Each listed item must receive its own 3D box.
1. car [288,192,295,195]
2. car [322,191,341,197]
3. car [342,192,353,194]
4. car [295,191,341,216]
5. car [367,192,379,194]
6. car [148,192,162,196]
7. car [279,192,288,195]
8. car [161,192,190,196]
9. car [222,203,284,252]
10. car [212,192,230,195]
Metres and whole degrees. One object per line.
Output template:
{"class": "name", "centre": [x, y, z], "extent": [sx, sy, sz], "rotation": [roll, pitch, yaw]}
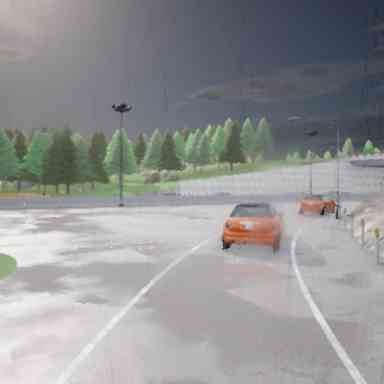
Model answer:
{"class": "car", "centre": [23.929, 0.696, 73.341], "extent": [4.181, 1.385, 1.994], "rotation": [0, 1, -32]}
{"class": "car", "centre": [35.565, 0.547, 84.634], "extent": [4.892, 1.490, 1.837], "rotation": [0, 1, -32]}
{"class": "car", "centre": [37.403, 0.638, 81.657], "extent": [5.357, 1.411, 2.033], "rotation": [0, 1, -32]}
{"class": "car", "centre": [11.151, 1.041, 29.173], "extent": [2.097, 1.767, 4.553], "rotation": [1, 1, 38]}
{"class": "car", "centre": [41.079, 0.740, 75.701], "extent": [5.357, 1.411, 2.033], "rotation": [0, 1, -32]}
{"class": "car", "centre": [-5.118, 0.727, 55.482], "extent": [4.902, 1.511, 2.128], "rotation": [0, 1, -31]}
{"class": "car", "centre": [22.065, 0.687, 76.303], "extent": [4.718, 1.301, 1.895], "rotation": [0, 1, -32]}
{"class": "car", "centre": [-1.632, 0.939, 49.424], "extent": [4.718, 1.301, 1.895], "rotation": [0, 1, -31]}
{"class": "car", "centre": [2.639, 1.211, 13.668], "extent": [2.097, 1.767, 4.553], "rotation": [1, 1, 17]}
{"class": "car", "centre": [5.670, 0.703, 66.322], "extent": [4.181, 1.385, 1.994], "rotation": [0, 1, -28]}
